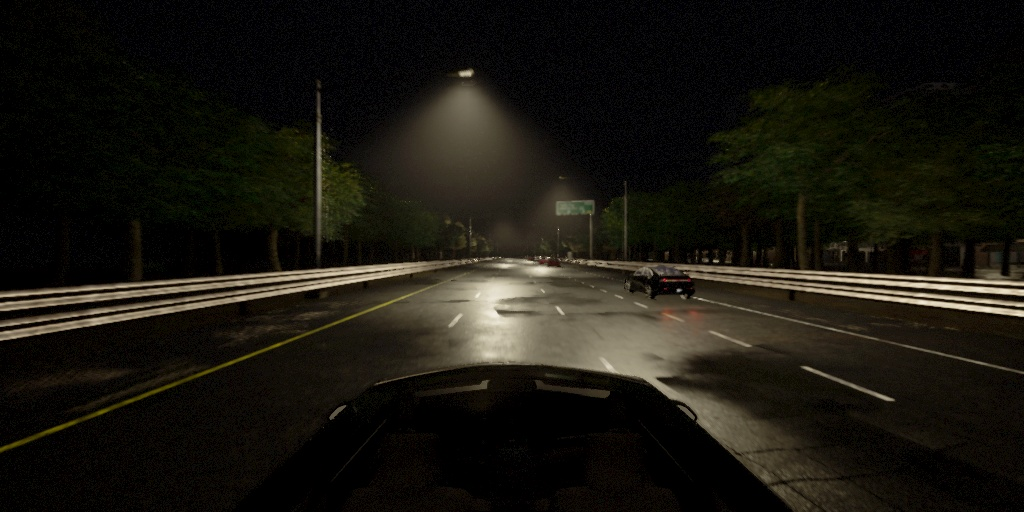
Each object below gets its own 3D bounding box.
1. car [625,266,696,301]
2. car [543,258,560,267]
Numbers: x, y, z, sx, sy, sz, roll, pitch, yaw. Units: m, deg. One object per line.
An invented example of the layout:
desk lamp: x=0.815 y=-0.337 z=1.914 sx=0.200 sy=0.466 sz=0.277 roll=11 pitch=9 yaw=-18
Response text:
car: x=7.013 y=1.249 z=17.475 sx=2.128 sy=1.511 sz=4.902 roll=0 pitch=0 yaw=0
car: x=7.196 y=1.081 z=63.320 sx=2.097 sy=1.767 sz=4.553 roll=0 pitch=0 yaw=0
